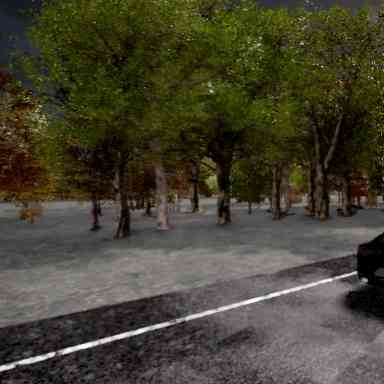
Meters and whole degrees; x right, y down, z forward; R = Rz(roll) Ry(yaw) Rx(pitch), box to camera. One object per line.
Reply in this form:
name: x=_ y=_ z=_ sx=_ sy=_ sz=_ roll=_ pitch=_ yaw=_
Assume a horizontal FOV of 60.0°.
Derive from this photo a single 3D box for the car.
car: x=6.047 y=1.486 z=8.203 sx=5.008 sy=1.535 sz=1.882 roll=0 pitch=0 yaw=-36
